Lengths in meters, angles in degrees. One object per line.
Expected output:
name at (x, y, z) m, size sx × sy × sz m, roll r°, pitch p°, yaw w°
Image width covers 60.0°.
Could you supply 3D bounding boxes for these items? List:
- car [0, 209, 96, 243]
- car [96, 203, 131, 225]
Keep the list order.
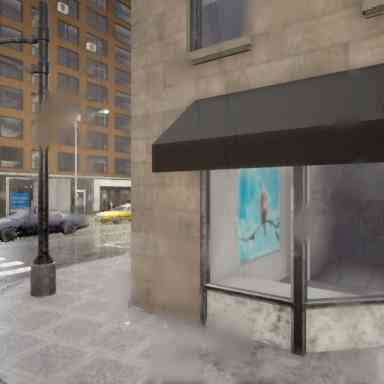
car at (-7.782, 1.559, 16.513) m, size 2.033 × 1.411 × 5.357 m, roll 0°, pitch 0°, yaw 36°
car at (-4.935, 1.548, 24.720) m, size 1.752 × 1.417 × 4.829 m, roll 0°, pitch 0°, yaw 36°
